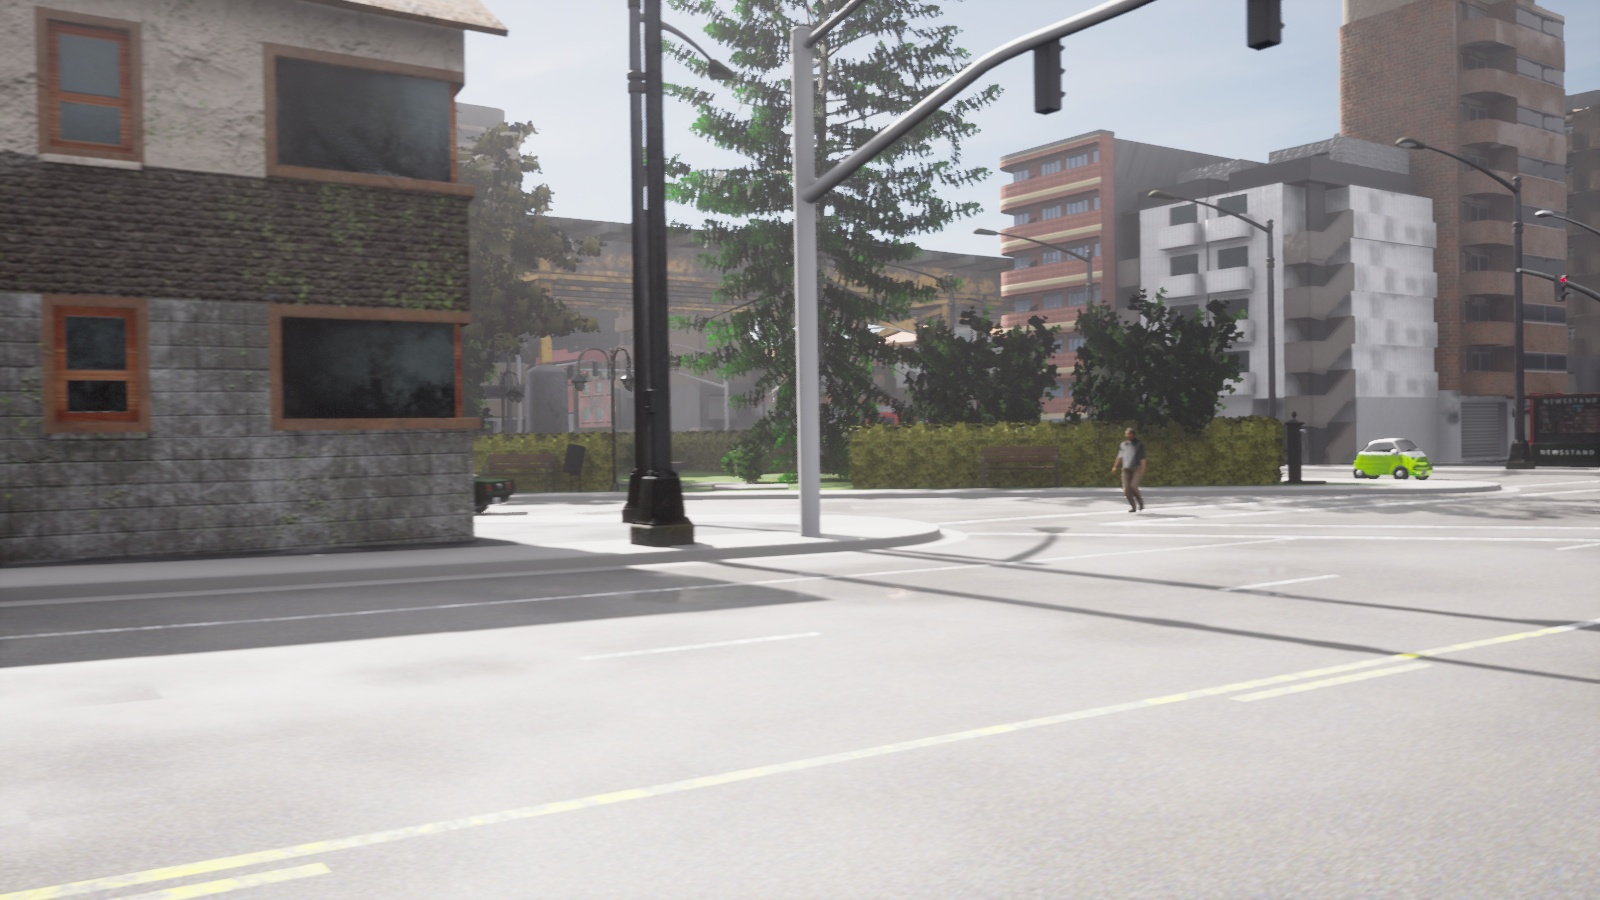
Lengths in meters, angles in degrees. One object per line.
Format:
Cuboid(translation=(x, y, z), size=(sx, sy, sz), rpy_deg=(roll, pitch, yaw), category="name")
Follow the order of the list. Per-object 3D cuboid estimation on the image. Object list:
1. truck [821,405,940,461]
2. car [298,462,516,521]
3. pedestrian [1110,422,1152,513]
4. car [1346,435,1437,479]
Cuboid(translation=(5.839, -1.245, 90.078), size=(8.468, 3.827, 2.891), rpy_deg=(-2, 1, -35), category="truck")
Cuboid(translation=(-9.560, 1.004, 30.716), size=(4.718, 1.301, 1.895), rpy_deg=(-1, 1, 10), category="car")
Cuboid(translation=(6.839, 0.353, 25.940), size=(0.540, 1.848, 0.694), rpy_deg=(-1, 1, 41), category="pedestrian")
Cuboid(translation=(19.229, 0.229, 40.876), size=(1.481, 1.376, 2.207), rpy_deg=(-2, 0, -34), category="car")
